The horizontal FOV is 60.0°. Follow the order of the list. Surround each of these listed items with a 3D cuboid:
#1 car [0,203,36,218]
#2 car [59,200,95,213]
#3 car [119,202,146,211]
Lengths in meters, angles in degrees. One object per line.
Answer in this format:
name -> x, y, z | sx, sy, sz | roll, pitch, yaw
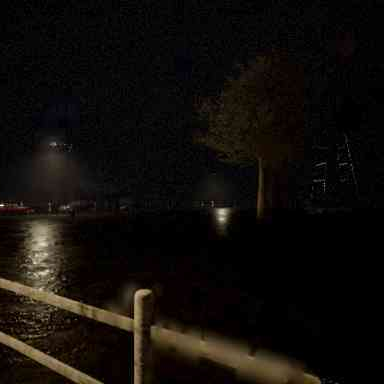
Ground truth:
car -> -18.111, 1.852, 33.626 | 1.994, 1.385, 4.181 | -2, -2, 36
car -> -15.192, 1.912, 44.040 | 2.097, 1.767, 4.553 | -2, -2, 36
car -> -9.257, 2.259, 52.283 | 1.812, 1.442, 4.674 | -2, -2, 36
